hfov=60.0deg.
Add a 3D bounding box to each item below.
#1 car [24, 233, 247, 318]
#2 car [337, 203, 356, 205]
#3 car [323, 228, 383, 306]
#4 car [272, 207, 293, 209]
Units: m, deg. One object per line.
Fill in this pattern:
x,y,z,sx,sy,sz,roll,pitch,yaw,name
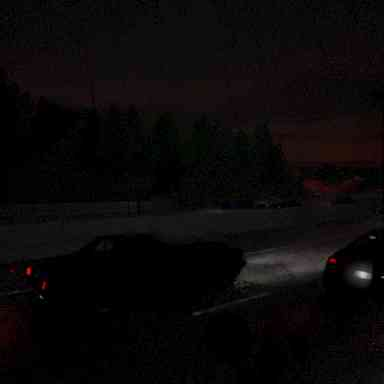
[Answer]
-1.005,1.597,7.452,4.718,1.301,1.895,0,0,-36,car
17.246,1.379,37.817,1.837,1.490,4.892,0,0,44,car
4.831,1.533,7.539,4.181,1.385,1.994,0,0,-38,car
9.826,1.389,35.365,5.008,1.535,1.882,0,0,-44,car
